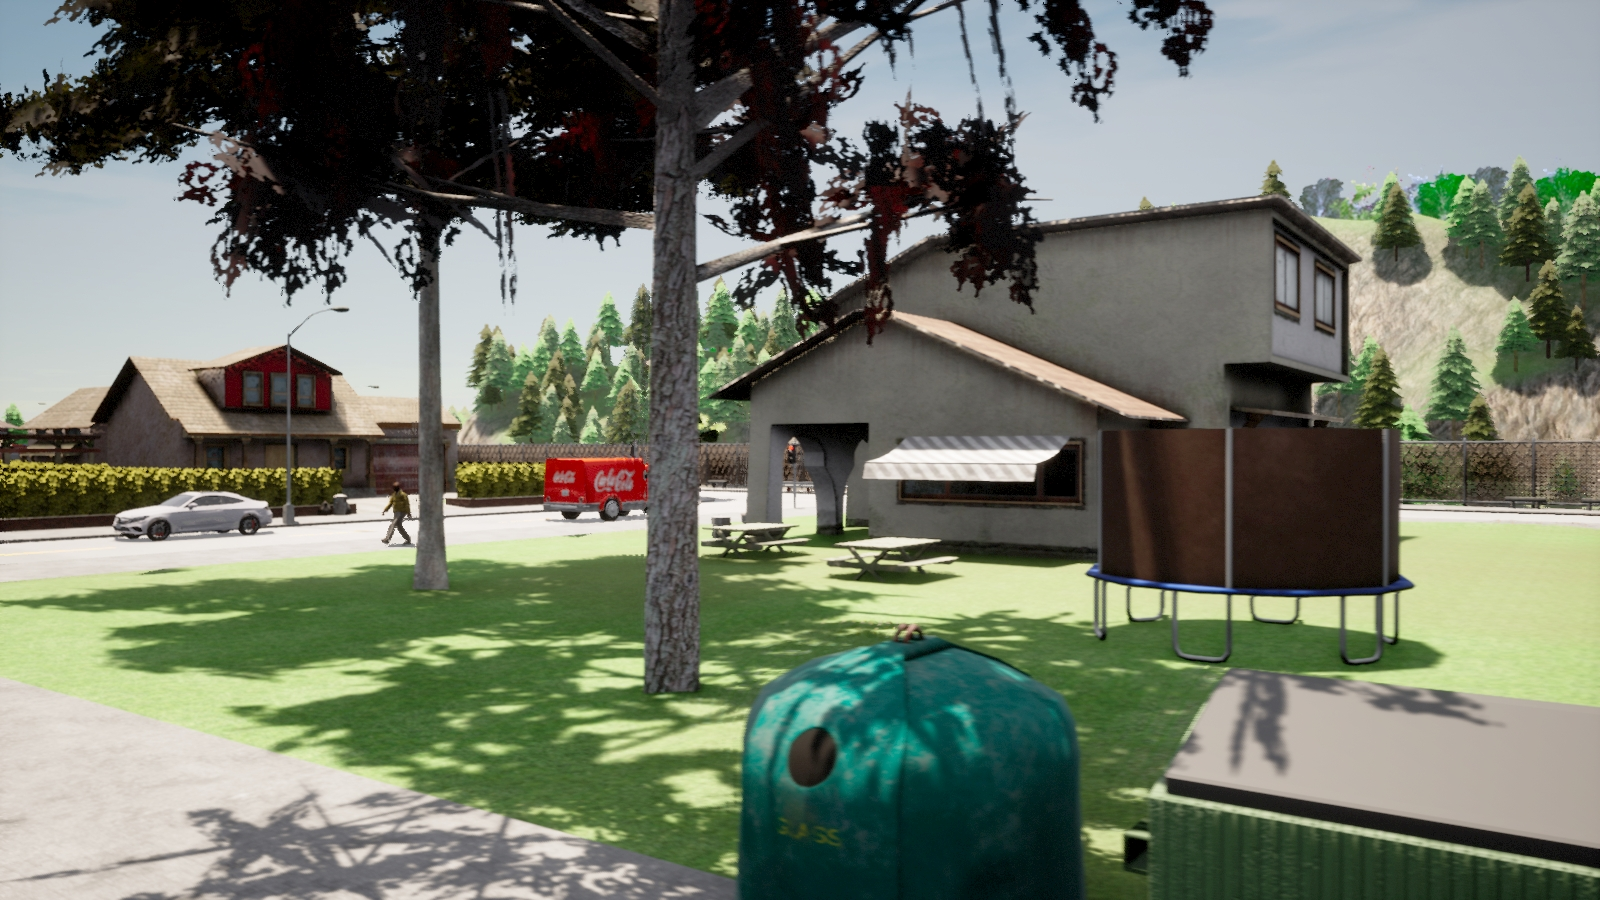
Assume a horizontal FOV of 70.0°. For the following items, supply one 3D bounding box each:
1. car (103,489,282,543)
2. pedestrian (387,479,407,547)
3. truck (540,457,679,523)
[{"bbox_3d":[-19.308,2.056,36.515,2.002,1.442,4.674,0,0,35],"label":"car"},{"bbox_3d":[-11.109,1.724,31.508,0.375,1.860,0.375,0,0,35],"label":"pedestrian"},{"bbox_3d":[-7.583,1.543,45.983,2.627,2.467,5.204,0,0,35],"label":"truck"}]
